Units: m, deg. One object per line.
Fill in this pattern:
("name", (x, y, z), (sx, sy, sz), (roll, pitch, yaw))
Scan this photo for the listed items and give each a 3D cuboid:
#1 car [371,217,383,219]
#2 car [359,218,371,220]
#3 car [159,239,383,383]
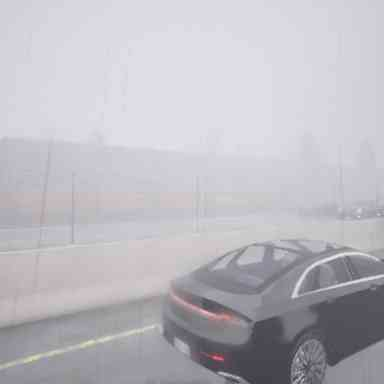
("car", (14.746, 1.624, 23.079), (4.718, 1.301, 1.895), (0, 0, -35))
("car", (13.591, 1.376, 26.550), (4.553, 1.767, 2.097), (0, 0, -35))
("car", (1.870, 1.497, 5.098), (4.902, 1.511, 2.128), (0, 0, -35))
